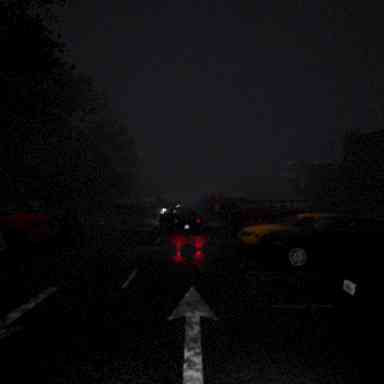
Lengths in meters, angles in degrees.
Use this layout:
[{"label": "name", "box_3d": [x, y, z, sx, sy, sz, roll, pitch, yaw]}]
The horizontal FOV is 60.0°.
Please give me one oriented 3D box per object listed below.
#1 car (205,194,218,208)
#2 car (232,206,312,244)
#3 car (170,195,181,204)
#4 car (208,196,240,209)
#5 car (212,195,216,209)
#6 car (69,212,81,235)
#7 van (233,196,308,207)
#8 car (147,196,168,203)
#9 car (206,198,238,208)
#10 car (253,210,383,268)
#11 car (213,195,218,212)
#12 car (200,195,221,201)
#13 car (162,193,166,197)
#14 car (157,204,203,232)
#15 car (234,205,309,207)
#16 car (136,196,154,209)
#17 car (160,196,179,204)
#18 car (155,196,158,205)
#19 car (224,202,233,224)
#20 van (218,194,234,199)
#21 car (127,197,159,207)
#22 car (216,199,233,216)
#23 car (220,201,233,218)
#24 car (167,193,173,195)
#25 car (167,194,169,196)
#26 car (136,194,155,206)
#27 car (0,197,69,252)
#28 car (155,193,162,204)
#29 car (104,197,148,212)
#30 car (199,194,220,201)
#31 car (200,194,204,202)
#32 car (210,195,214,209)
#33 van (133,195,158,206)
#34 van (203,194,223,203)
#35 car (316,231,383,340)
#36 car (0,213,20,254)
[{"label": "car", "box_3d": [4.778, 1.400, 41.607, 5.566, 2.045, 2.435, 0, 0, 0]}, {"label": "car", "box_3d": [4.562, 1.516, 13.574, 5.366, 1.575, 1.946, 0, 0, 0]}, {"label": "car", "box_3d": [-3.251, 1.843, 66.228, 1.994, 1.385, 4.181, 0, 0, 0]}, {"label": "car", "box_3d": [4.719, 1.566, 50.017, 4.553, 1.767, 2.185, 0, 0, 0]}, {"label": "car", "box_3d": [4.780, 1.499, 36.000, 4.553, 1.767, 2.185, 0, 0, 0]}, {"label": "car", "box_3d": [-8.304, 1.280, 16.014, 5.566, 2.045, 2.435, 0, 0, 0]}, {"label": "van", "box_3d": [4.864, 1.320, 19.181, 4.442, 1.987, 1.878, 0, 0, 0]}, {"label": "car", "box_3d": [-8.321, 1.762, 80.104, 4.892, 1.521, 2.231, 0, 0, 0]}, {"label": "car", "box_3d": [4.757, 1.705, 52.819, 4.892, 1.521, 2.231, 0, 0, 0]}, {"label": "car", "box_3d": [4.752, 1.507, 10.774, 5.008, 1.535, 2.097, 0, 0, 0]}, {"label": "car", "box_3d": [4.717, 1.486, 33.197, 4.553, 1.767, 2.185, 0, 0, 0]}, {"label": "car", "box_3d": [4.938, 1.728, 89.271, 5.366, 1.575, 1.946, 0, 0, 0]}, {"label": "car", "box_3d": [-8.357, 1.504, 63.443, 5.566, 2.045, 2.435, 0, 0, 0]}, {"label": "car", "box_3d": [-0.859, 1.675, 20.844, 1.895, 1.301, 4.718, 0, 0, -15]}, {"label": "car", "box_3d": [4.718, 1.562, 16.377, 4.792, 1.488, 2.163, 0, 0, 0]}, {"label": "car", "box_3d": [-8.145, 1.660, 44.012, 5.366, 1.575, 1.946, 0, 0, 0]}, {"label": "car", "box_3d": [-3.321, 1.739, 50.374, 1.812, 1.442, 4.674, 0, 0, 0]}, {"label": "car", "box_3d": [-8.301, 1.732, 52.340, 4.792, 1.488, 2.163, 0, 0, 0]}, {"label": "car", "box_3d": [4.777, 1.588, 21.983, 4.792, 1.488, 2.163, 0, 0, 0]}, {"label": "van", "box_3d": [4.865, 1.373, 30.394, 4.442, 1.987, 1.878, 0, 0, 0]}, {"label": "car", "box_3d": [-8.515, 1.726, 57.891, 5.366, 1.575, 1.946, 0, 0, 0]}, {"label": "car", "box_3d": [4.753, 1.585, 27.590, 5.008, 1.535, 2.097, 0, 0, 0]}, {"label": "car", "box_3d": [4.777, 1.602, 24.787, 4.792, 1.488, 2.163, 0, 0, 0]}, {"label": "car", "box_3d": [-8.298, 1.501, 82.878, 5.566, 2.045, 2.435, 0, 0, 0]}, {"label": "car", "box_3d": [-8.512, 1.768, 74.549, 5.366, 1.575, 1.946, 0, 0, 0]}, {"label": "car", "box_3d": [-8.361, 1.564, 49.563, 4.553, 1.767, 2.185, 0, 0, 0]}, {"label": "car", "box_3d": [-8.304, 1.267, 13.352, 5.566, 2.045, 2.435, 0, 0, 0]}, {"label": "car", "box_3d": [-8.358, 1.464, 55.116, 5.566, 2.045, 2.435, 0, 0, 0]}, {"label": "car", "box_3d": [-8.336, 1.651, 41.236, 4.892, 1.521, 2.231, 0, 0, 0]}, {"label": "car", "box_3d": [4.782, 1.471, 92.074, 5.566, 2.045, 2.435, 0, 0, 0]}, {"label": "car", "box_3d": [4.779, 1.493, 61.231, 5.566, 2.045, 2.435, 0, 0, 0]}, {"label": "car", "box_3d": [4.780, 1.513, 38.804, 4.553, 1.767, 2.185, 0, 0, 0]}, {"label": "van", "box_3d": [-8.446, 1.516, 60.667, 4.442, 1.987, 1.878, 0, 0, 0]}, {"label": "van", "box_3d": [4.869, 1.539, 78.054, 4.442, 1.987, 1.878, 0, 0, 0]}, {"label": "car", "box_3d": [4.776, 1.519, 5.166, 4.792, 1.488, 2.163, 0, 0, 0]}, {"label": "car", "box_3d": [-8.330, 1.547, 10.443, 4.674, 1.452, 2.002, 0, 0, 0]}]
